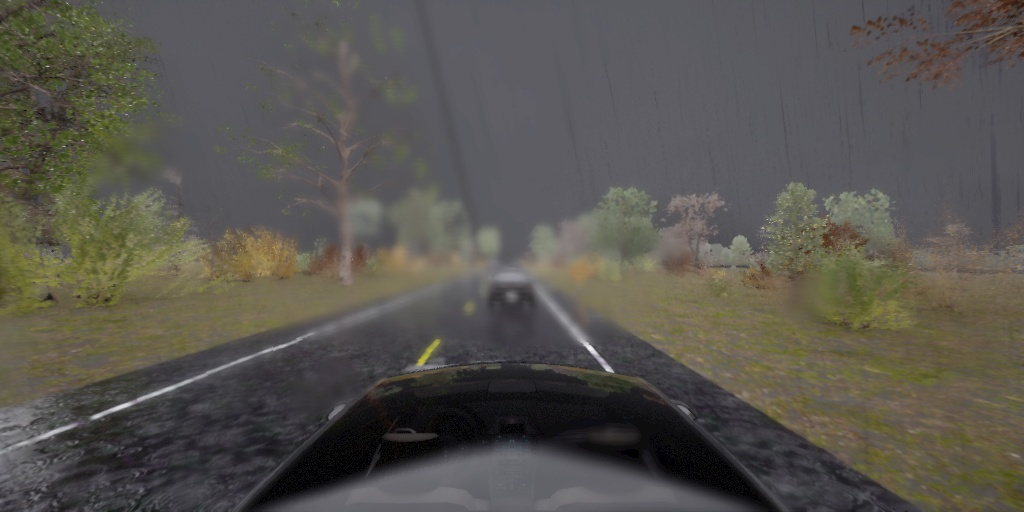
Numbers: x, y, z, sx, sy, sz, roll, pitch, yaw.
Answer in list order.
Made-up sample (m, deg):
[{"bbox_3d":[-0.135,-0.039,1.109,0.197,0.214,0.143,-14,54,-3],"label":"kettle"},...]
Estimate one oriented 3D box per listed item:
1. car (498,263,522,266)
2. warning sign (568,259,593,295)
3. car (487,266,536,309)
[{"bbox_3d":[0.010,1.591,30.341,1.837,1.490,4.892,0,0,1],"label":"car"},{"bbox_3d":[3.543,1.056,18.586,1.300,1.860,1.060,0,0,0],"label":"warning sign"},{"bbox_3d":[0.024,1.389,16.076,1.882,1.535,5.008,0,0,1],"label":"car"}]
